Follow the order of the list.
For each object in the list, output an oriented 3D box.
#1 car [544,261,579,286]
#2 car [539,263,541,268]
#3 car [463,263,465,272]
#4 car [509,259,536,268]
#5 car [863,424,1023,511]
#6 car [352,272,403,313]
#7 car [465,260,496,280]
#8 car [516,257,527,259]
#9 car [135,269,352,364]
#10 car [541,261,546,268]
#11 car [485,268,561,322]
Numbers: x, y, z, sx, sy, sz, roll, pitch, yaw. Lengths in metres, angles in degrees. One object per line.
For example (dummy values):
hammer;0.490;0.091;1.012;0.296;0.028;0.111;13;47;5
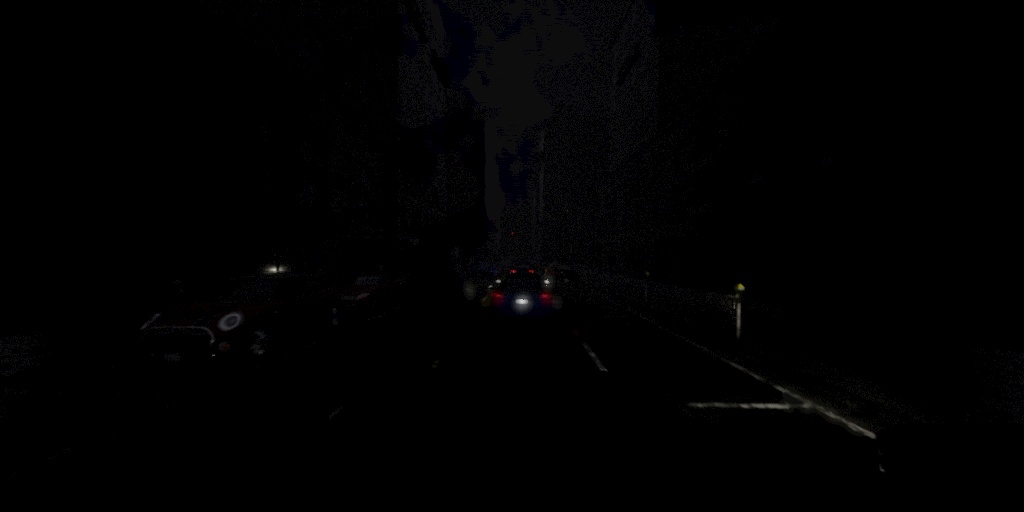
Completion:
car;3.477;1.250;24.403;2.007;1.370;4.403;0;0;2
car;3.794;1.227;35.570;1.948;1.339;4.313;0;0;2
car;-4.589;1.129;41.393;1.888;1.381;4.507;0;0;2
car;0.775;1.199;26.759;1.812;1.442;4.674;0;0;2
car;3.065;1.253;0.116;1.882;1.535;5.008;0;0;2
car;-5.375;1.259;13.475;1.802;1.307;4.207;0;0;2
car;-2.331;1.121;29.413;1.882;1.535;5.008;0;0;2
car;1.079;0.976;41.058;2.097;1.767;4.553;0;0;2
car;-5.533;1.133;7.891;1.967;1.591;4.097;0;0;2
car;3.640;1.206;30.156;1.751;1.417;4.829;0;0;2
car;0.364;1.284;12.188;1.994;1.385;4.181;0;0;2
